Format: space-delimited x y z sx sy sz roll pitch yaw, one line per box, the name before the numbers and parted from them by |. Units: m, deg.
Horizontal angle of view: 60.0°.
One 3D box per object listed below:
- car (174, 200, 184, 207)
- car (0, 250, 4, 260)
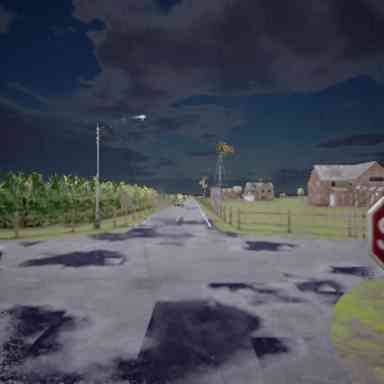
car | -2.757 2.446 69.447 1.994 1.385 4.181 0 -1 0
car | -8.441 1.712 9.564 5.357 1.411 2.033 -1 -1 2
